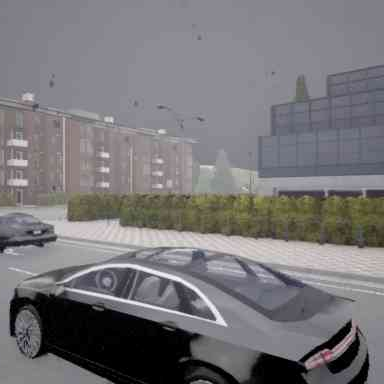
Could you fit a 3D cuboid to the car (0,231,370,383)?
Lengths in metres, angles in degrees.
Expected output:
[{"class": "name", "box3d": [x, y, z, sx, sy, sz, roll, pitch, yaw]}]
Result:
[{"class": "car", "box3d": [-0.474, 1.492, 4.322, 4.902, 1.511, 2.128, 0, 0, 35]}]

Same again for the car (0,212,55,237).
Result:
[{"class": "car", "box3d": [-7.802, 1.547, 13.803, 5.357, 1.411, 2.033, 0, 0, 35]}]
